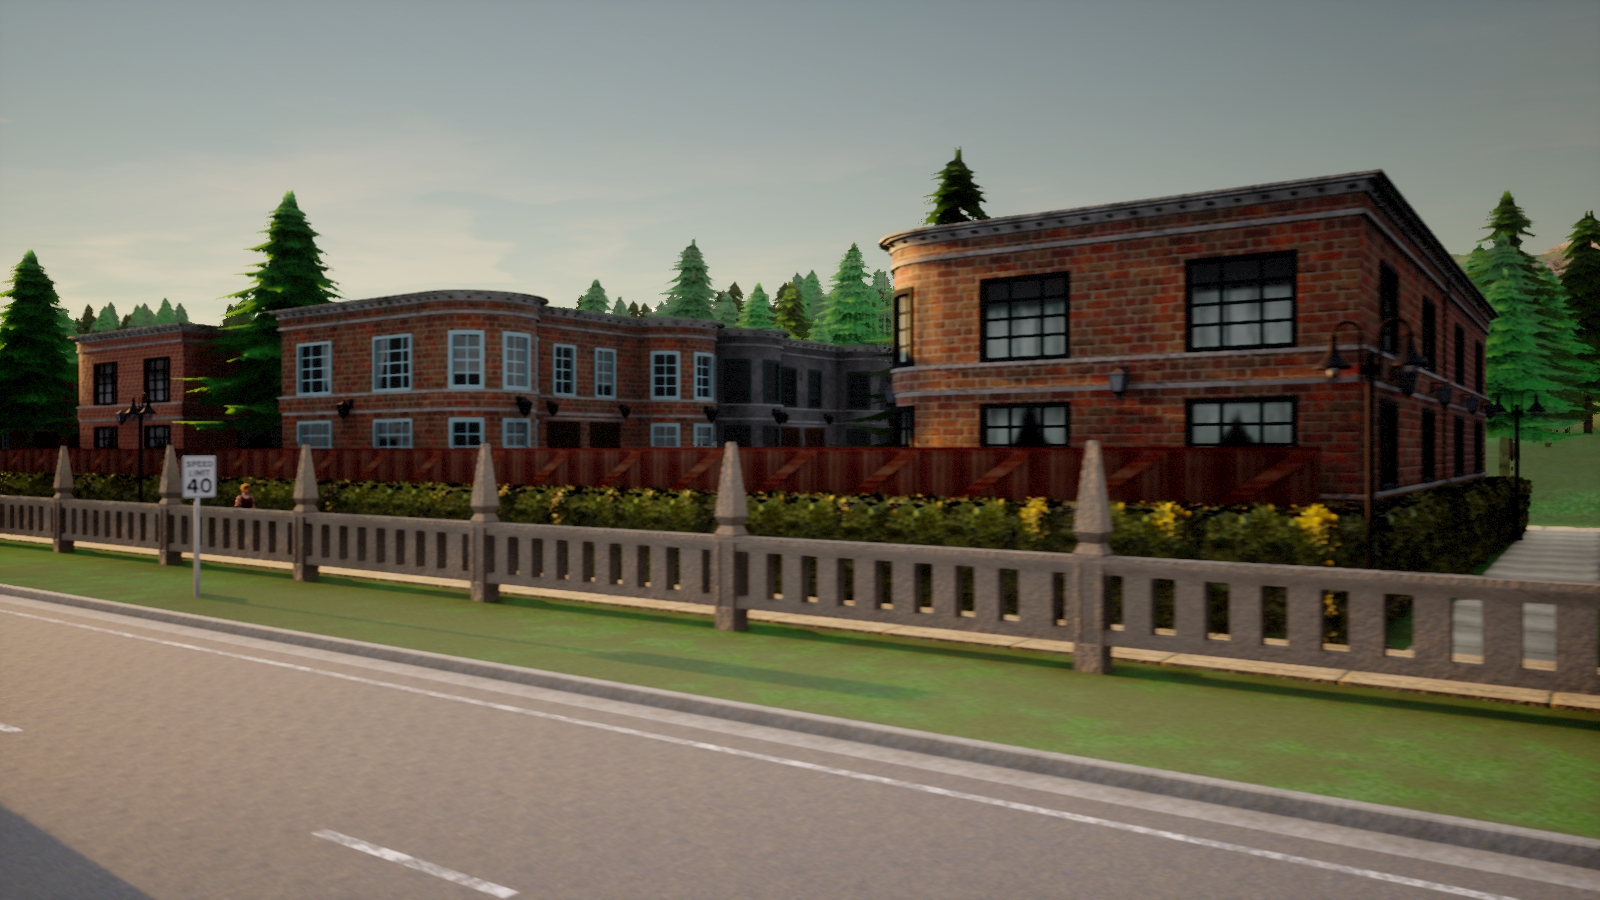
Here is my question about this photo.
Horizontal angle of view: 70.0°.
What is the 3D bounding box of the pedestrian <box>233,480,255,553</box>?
[{"bbox_3d":[-14.397,1.705,29.607,0.375,1.860,0.375,0,0,35],"label":"pedestrian"}]
